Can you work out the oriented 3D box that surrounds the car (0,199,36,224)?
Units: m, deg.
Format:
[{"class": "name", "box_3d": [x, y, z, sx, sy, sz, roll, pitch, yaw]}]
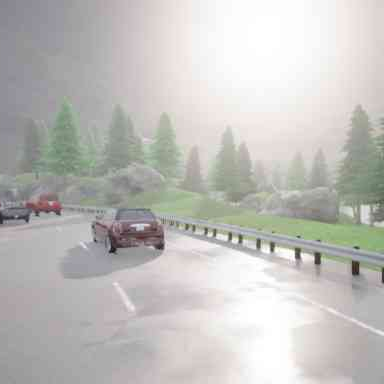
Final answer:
[{"class": "car", "box_3d": [-13.322, 1.470, 24.578, 2.128, 1.511, 4.902, 0, 0, -35]}]

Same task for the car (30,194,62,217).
[{"class": "car", "box_3d": [-14.150, 1.190, 31.422, 2.150, 2.045, 5.566, 0, 0, -40]}]

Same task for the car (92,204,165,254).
[{"class": "car", "box_3d": [-2.799, 1.338, 13.829, 2.097, 1.767, 4.553, 0, 0, -26]}]
